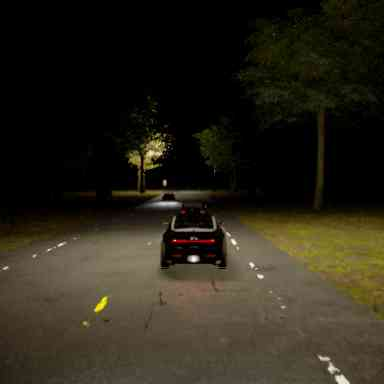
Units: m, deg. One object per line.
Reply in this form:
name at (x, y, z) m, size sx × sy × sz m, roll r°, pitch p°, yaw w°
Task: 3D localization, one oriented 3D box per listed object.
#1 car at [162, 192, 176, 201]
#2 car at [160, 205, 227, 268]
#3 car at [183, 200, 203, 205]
car at (-3.550, 0.724, 51.001) m, size 1.895 × 1.301 × 4.718 m, roll 0°, pitch 2°, yaw 0°
car at (0.066, 1.392, 10.759) m, size 1.837 × 1.490 × 4.892 m, roll 0°, pitch 1°, yaw 1°
car at (0.056, 1.295, 23.819) m, size 2.033 × 1.411 × 5.357 m, roll 0°, pitch 1°, yaw 1°
